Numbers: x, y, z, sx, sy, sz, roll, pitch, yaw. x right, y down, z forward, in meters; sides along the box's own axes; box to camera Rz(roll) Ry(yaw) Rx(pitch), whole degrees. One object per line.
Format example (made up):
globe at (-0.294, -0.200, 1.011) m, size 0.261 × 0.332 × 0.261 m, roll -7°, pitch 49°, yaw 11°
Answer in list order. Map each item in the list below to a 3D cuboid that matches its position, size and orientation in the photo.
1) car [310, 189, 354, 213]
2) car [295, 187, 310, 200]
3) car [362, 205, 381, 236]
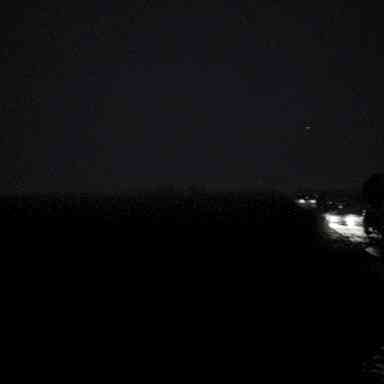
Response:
car at (10.052, 0.618, 23.758) m, size 2.128 × 1.511 × 4.902 m, roll 0°, pitch 2°, yaw 12°
car at (13.487, 0.161, 39.942) m, size 2.033 × 1.411 × 5.357 m, roll 0°, pitch 2°, yaw 12°
car at (7.538, 1.015, 11.797) m, size 1.837 × 1.490 × 4.892 m, roll 0°, pitch 2°, yaw 12°
